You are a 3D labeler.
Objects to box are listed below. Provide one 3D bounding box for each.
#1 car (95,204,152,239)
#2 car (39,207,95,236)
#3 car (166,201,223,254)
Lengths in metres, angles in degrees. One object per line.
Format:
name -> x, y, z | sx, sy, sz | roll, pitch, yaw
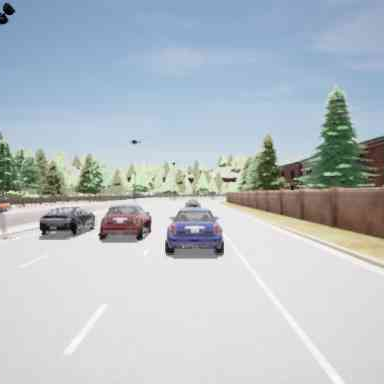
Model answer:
car -> -3.397, 1.434, 17.855 | 2.097, 1.767, 4.553 | 0, 0, 0
car -> -6.899, 1.579, 18.962 | 2.128, 1.511, 4.902 | 0, 0, 0
car -> 0.101, 1.416, 13.959 | 2.097, 1.767, 4.553 | 0, 0, 0
